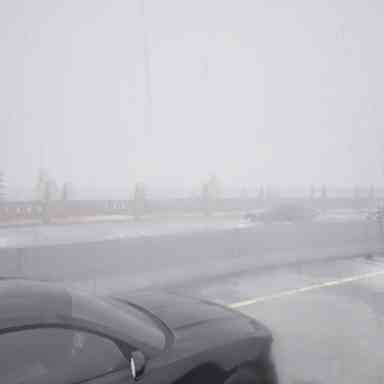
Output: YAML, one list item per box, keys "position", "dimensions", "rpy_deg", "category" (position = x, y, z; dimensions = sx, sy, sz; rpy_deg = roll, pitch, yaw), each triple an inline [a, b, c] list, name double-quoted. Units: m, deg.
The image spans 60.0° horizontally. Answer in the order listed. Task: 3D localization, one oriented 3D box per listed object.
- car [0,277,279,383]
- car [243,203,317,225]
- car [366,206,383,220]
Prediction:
- position: [-1.446, 1.465, 2.566]
  dimensions: [5.008, 1.535, 1.882]
  rpy_deg: [0, 0, -36]
  category: "car"
- position: [6.274, 1.472, 23.483]
  dimensions: [5.357, 1.411, 2.033]
  rpy_deg: [0, 0, -25]
  category: "car"
- position: [14.315, 1.464, 23.109]
  dimensions: [4.674, 1.442, 1.812]
  rpy_deg: [0, 0, -21]
  category: "car"
